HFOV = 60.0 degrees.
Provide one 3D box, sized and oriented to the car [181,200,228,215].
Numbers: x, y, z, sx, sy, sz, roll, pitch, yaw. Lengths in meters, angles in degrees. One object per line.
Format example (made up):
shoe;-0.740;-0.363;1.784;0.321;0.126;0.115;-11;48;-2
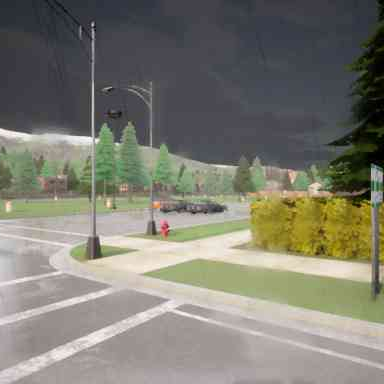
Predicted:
car;1.567;1.547;33.412;2.033;1.411;5.357;0;0;36

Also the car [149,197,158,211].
car;-2.876;1.351;39.212;2.097;1.767;4.553;0;0;36

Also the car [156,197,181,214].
car;-1.073;1.547;35.735;2.033;1.411;5.357;0;0;36
